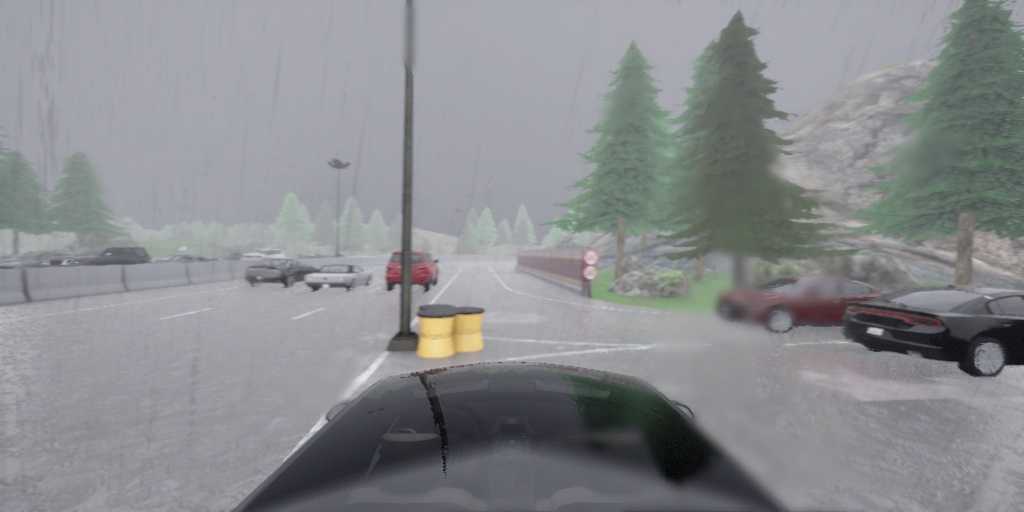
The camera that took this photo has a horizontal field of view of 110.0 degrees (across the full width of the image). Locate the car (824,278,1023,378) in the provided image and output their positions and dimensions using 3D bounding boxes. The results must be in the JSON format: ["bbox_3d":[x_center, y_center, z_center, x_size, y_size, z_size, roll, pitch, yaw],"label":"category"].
[{"bbox_3d":[9.546,1.356,7.204,5.008,1.535,1.882,1,0,-5],"label":"car"}]

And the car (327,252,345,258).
[{"bbox_3d":[-28.879,0.095,58.183,1.994,1.385,4.181,1,0,7],"label":"car"}]

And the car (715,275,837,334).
[{"bbox_3d":[8.600,1.316,10.503,5.008,1.535,1.882,1,1,-6],"label":"car"}]

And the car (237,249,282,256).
[{"bbox_3d":[-28.770,0.169,41.773,2.150,2.045,5.566,1,0,-5],"label":"car"}]

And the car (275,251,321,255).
[{"bbox_3d":[-25.288,0.493,42.569,2.128,1.511,4.902,1,0,-4],"label":"car"}]

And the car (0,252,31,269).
[{"bbox_3d":[-30.594,0.588,23.852,2.033,1.411,5.357,1,0,-6],"label":"car"}]

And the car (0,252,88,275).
[{"bbox_3d":[-34.307,0.464,25.904,1.837,1.490,4.892,1,0,-6],"label":"car"}]

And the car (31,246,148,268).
[{"bbox_3d":[-27.062,0.326,23.737,2.150,2.045,5.566,1,0,-6],"label":"car"}]

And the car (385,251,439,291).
[{"bbox_3d":[-5.374,0.744,19.813,2.150,2.045,5.566,1,0,-6],"label":"car"}]

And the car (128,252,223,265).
[{"bbox_3d":[-23.736,0.642,25.649,2.128,1.511,4.902,1,0,-6],"label":"car"}]

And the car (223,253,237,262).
[{"bbox_3d":[-32.222,0.395,40.929,1.837,1.490,4.892,1,0,-5],"label":"car"}]

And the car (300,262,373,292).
[{"bbox_3d":[-8.792,1.070,18.733,1.895,1.301,4.718,1,0,-6],"label":"car"}]

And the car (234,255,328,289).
[{"bbox_3d":[-12.408,0.888,19.771,2.128,1.511,4.902,1,0,-6],"label":"car"}]
